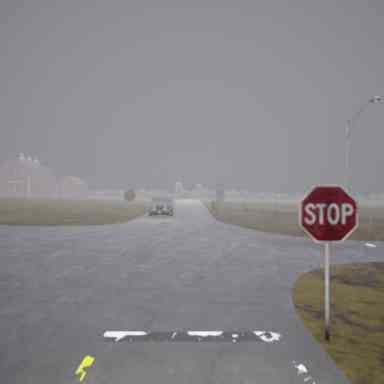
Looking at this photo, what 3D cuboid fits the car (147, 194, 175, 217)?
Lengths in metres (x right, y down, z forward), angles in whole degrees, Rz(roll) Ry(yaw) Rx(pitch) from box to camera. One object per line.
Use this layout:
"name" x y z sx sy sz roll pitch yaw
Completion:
"car" -2.742 1.255 30.595 2.150 2.045 5.566 0 2 0
